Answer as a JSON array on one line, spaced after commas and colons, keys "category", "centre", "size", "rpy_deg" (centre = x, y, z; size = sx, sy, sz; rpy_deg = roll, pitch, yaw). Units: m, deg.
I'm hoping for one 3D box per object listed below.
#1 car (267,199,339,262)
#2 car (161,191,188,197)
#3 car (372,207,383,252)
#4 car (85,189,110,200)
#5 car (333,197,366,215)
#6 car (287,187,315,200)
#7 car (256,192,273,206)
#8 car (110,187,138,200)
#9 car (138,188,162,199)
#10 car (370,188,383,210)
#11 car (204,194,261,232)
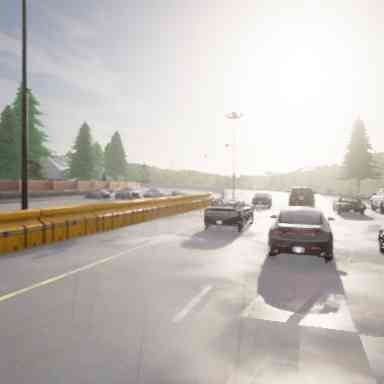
[{"category": "car", "centre": [3.703, 1.247, 11.304], "size": [1.837, 1.490, 4.892], "rpy_deg": [1, 2, 19]}, {"category": "car", "centre": [-1.932, 0.499, 41.448], "size": [1.895, 1.301, 4.718], "rpy_deg": [1, 2, 13]}, {"category": "car", "centre": [6.851, 1.379, 9.707], "size": [1.994, 1.385, 4.181], "rpy_deg": [1, 2, 19]}, {"category": "car", "centre": [-12.260, 0.303, 43.434], "size": [1.994, 1.385, 4.181], "rpy_deg": [1, 2, 13]}, {"category": "car", "centre": [12.369, 1.037, 26.461], "size": [1.895, 1.301, 4.718], "rpy_deg": [1, 2, 17]}, {"category": "car", "centre": [9.550, 0.559, 29.174], "size": [2.150, 2.045, 5.566], "rpy_deg": [1, 2, 16]}, {"category": "car", "centre": [6.917, 0.739, 32.844], "size": [1.812, 1.442, 4.674], "rpy_deg": [1, 2, 15]}, {"category": "car", "centre": [-8.538, 0.114, 44.045], "size": [2.097, 1.767, 4.553], "rpy_deg": [1, 2, 12]}, {"category": "car", "centre": [-5.000, 0.309, 43.850], "size": [1.837, 1.490, 4.892], "rpy_deg": [1, 2, 12]}, {"category": "car", "centre": [16.210, 0.684, 27.037], "size": [2.150, 2.045, 5.566], "rpy_deg": [1, 2, 17]}, {"category": "car", "centre": [2.017, 1.065, 17.090], "size": [2.128, 1.511, 4.902], "rpy_deg": [1, 2, 19]}]
